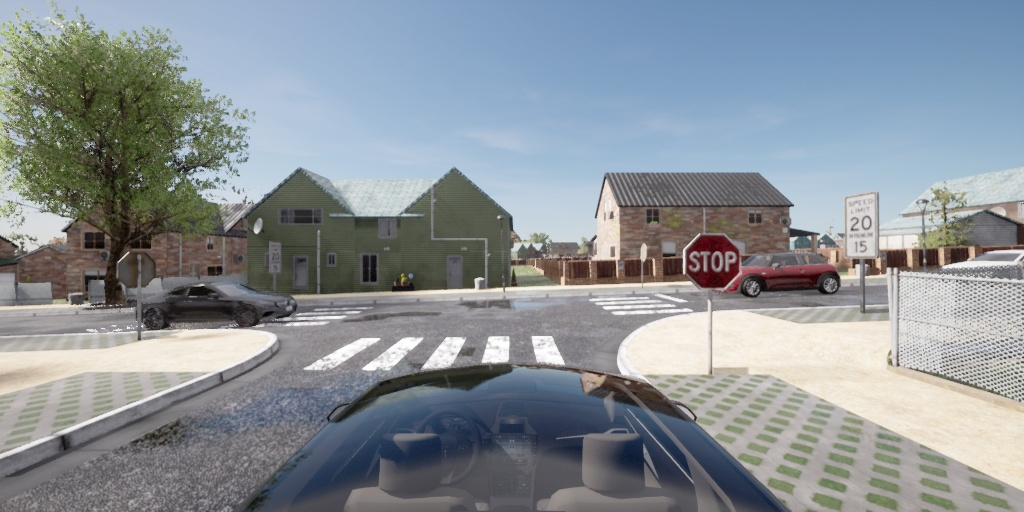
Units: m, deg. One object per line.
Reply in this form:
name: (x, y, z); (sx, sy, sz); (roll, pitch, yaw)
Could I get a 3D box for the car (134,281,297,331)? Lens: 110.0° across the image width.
car: (-9.771, 1.576, 11.981); (4.674, 1.442, 1.812); (-2, 0, 0)

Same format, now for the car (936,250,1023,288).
car: (20.507, 0.487, 14.728); (4.674, 1.442, 1.812); (-2, 0, 1)

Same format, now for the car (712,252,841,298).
car: (10.568, 0.671, 14.747); (4.553, 1.767, 2.097); (-2, 0, -1)
